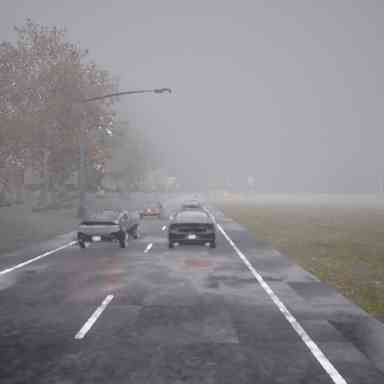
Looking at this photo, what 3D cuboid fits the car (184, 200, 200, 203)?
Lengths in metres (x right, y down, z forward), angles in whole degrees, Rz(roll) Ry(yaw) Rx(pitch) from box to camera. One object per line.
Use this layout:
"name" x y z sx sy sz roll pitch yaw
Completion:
"car" 0.000 1.522 29.651 1.837 1.490 4.892 0 0 0

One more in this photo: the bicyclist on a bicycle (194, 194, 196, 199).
"bicyclist on a bicycle" 0.962 1.392 95.482 0.659 1.776 1.843 0 0 0

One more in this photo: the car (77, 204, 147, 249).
"car" -3.500 1.497 14.651 2.128 1.511 4.902 0 0 0

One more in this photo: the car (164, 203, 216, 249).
"car" 0.000 1.487 14.650 1.882 1.535 5.008 0 0 0

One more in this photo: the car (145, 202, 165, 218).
"car" -3.500 1.569 29.651 2.033 1.411 5.357 0 0 0
